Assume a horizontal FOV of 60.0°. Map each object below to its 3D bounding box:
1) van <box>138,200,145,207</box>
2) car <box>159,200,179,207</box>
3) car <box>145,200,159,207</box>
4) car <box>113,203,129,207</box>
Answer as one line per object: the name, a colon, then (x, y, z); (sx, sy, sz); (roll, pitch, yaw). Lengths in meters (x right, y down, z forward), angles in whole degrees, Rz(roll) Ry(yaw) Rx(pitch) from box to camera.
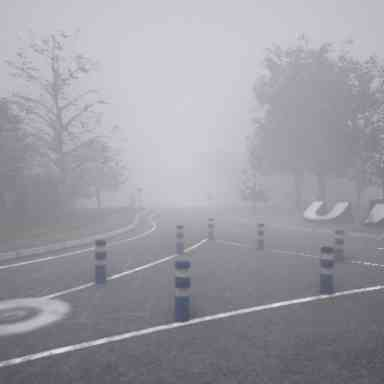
van: (-11.827, 2.913, 82.215); (1.878, 1.987, 4.442); (1, -3, -40)
car: (-4.696, 2.619, 73.699); (2.002, 1.452, 4.674); (3, -5, -40)
car: (-8.227, 2.885, 77.903); (2.163, 1.488, 4.792); (1, -3, -40)
car: (-18.815, 3.731, 90.585); (2.002, 1.452, 4.674); (1, -3, -40)
